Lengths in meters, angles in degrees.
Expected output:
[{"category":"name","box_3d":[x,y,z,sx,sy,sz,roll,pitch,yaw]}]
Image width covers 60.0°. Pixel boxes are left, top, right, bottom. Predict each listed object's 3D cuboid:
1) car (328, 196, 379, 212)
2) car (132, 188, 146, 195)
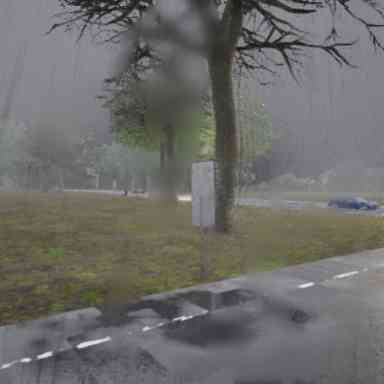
[{"category":"car","box_3d":[16.661,1.159,34.467,1.882,1.535,5.008,-1,2,-35]},{"category":"car","box_3d":[-12.445,-0.145,78.020,2.033,1.411,5.357,-1,2,-28]}]
